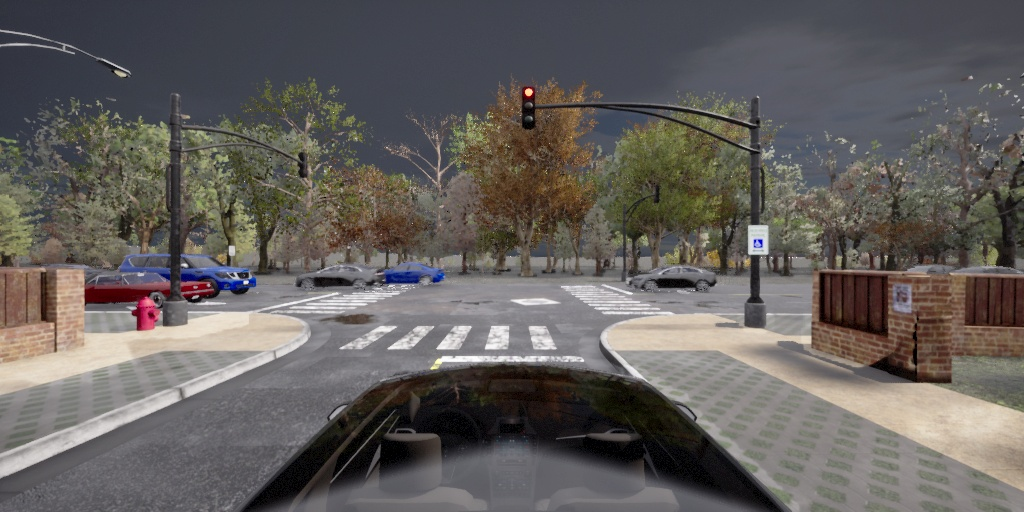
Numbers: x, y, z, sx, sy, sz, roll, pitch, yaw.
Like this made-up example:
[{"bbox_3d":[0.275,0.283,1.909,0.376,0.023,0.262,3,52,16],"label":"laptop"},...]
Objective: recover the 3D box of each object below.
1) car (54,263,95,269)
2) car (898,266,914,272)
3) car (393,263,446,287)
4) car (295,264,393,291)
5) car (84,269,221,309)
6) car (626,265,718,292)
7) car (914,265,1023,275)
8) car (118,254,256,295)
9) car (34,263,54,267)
[{"bbox_3d":[-30.325,1.189,23.925,5.357,1.411,2.033,0,0,0],"label":"car"},{"bbox_3d":[27.746,1.331,24.001,5.008,1.535,1.882,0,0,0],"label":"car"},{"bbox_3d":[-6.987,1.210,23.959,5.008,1.535,1.882,0,0,0],"label":"car"},{"bbox_3d":[-9.818,1.210,20.704,4.902,1.511,2.128,0,0,0],"label":"car"},{"bbox_3d":[-14.634,1.293,13.997,4.718,1.301,1.895,0,0,-3],"label":"car"},{"bbox_3d":[9.161,1.280,20.731,4.902,1.511,2.128,0,0,0],"label":"car"},{"bbox_3d":[26.923,1.354,20.750,4.892,1.490,1.837,1,0,0],"label":"car"},{"bbox_3d":[-15.561,0.914,17.247,5.566,2.045,2.150,0,0,0],"label":"car"},{"bbox_3d":[-25.612,1.178,17.232,4.674,1.442,1.812,0,0,0],"label":"car"}]
